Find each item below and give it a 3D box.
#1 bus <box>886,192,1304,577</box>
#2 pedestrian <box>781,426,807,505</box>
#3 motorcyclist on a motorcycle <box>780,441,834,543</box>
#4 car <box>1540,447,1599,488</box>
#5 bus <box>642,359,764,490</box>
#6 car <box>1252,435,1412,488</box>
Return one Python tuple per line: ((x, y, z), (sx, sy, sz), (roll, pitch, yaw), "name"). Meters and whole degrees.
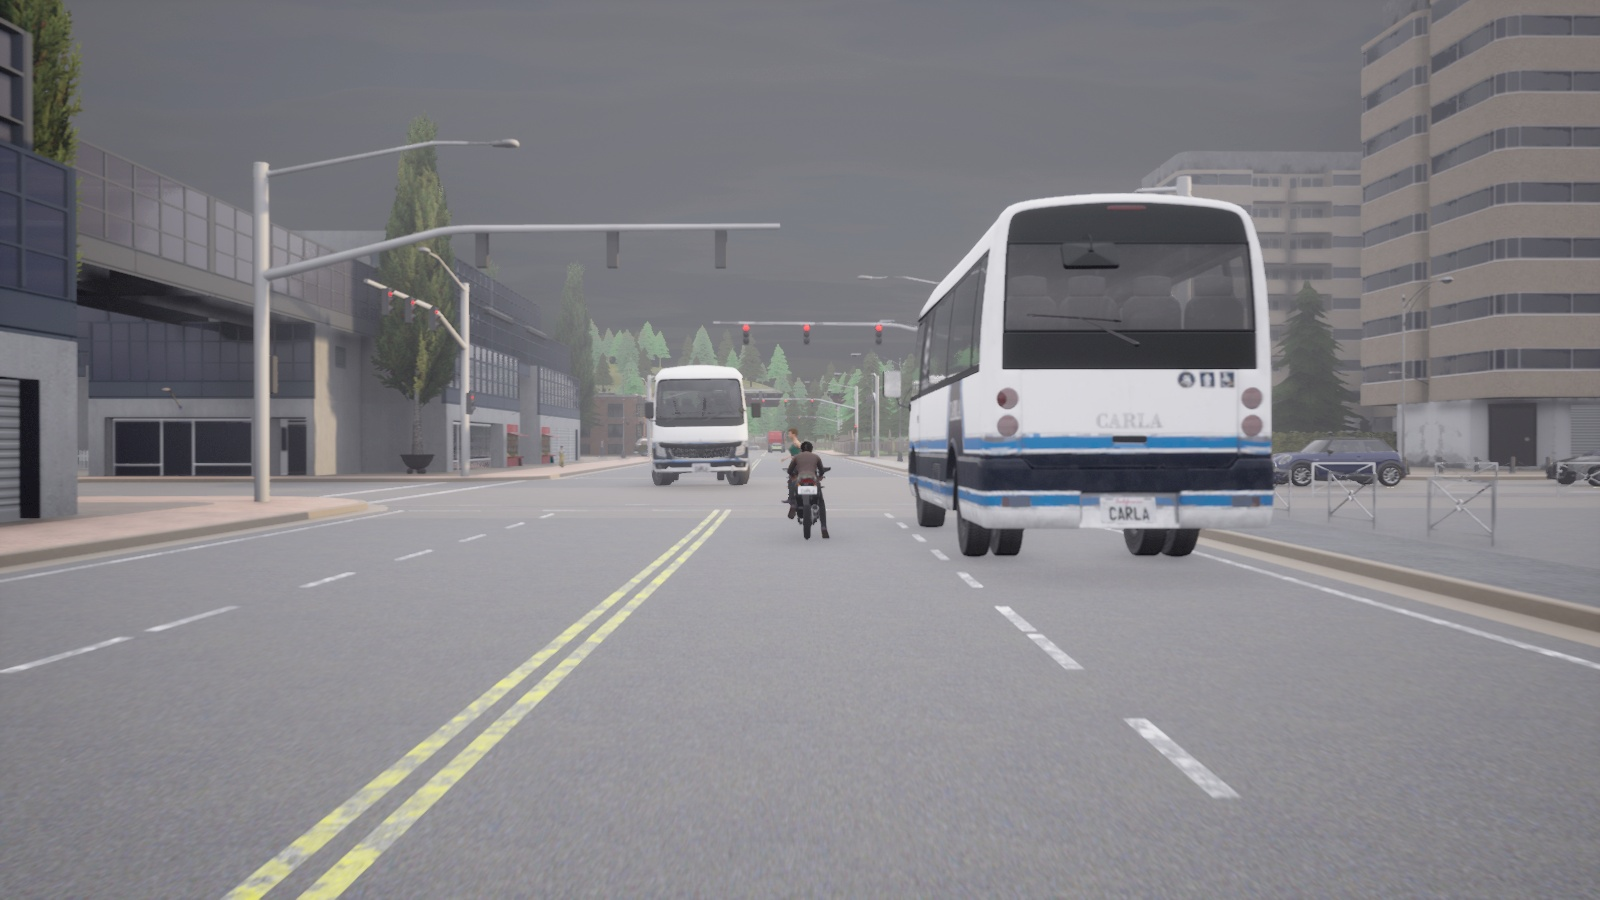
((3.609, -0.734, 19.013), (3.944, 4.253, 10.273), (0, 0, 0), "bus")
((-0.145, 0.363, 29.634), (0.594, 1.836, 0.345), (0, 0, 0), "pedestrian")
((0.106, 0.618, 19.688), (0.797, 1.523, 2.044), (0, 0, 0), "motorcyclist on a motorcycle")
((28.157, 0.590, 43.213), (4.181, 1.385, 1.994), (0, 0, -1), "car")
((-3.736, -0.895, 46.527), (3.944, 4.253, 10.273), (-1, 0, -6), "bus")
((18.147, 0.377, 42.984), (4.553, 1.767, 2.097), (0, 0, -1), "car")
